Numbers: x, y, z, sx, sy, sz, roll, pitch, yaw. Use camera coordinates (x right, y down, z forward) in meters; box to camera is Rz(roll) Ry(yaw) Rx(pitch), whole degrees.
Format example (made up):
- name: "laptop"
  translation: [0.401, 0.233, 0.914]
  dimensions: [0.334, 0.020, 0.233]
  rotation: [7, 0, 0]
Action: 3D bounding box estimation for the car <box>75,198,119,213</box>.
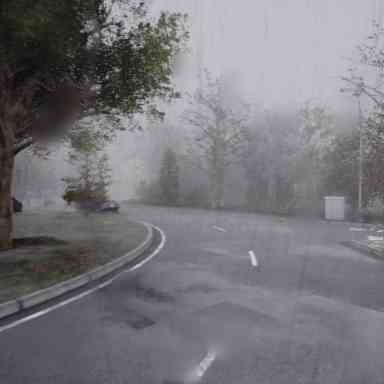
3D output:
- name: "car"
  translation: [-8.298, 1.043, 28.956]
  dimensions: [4.181, 1.385, 1.994]
  rotation: [1, 1, 36]
